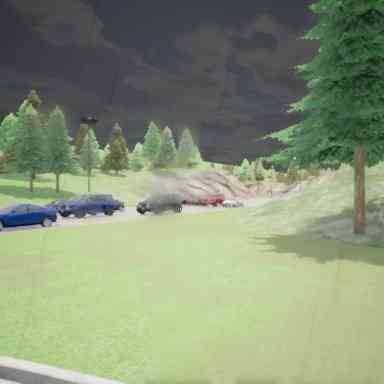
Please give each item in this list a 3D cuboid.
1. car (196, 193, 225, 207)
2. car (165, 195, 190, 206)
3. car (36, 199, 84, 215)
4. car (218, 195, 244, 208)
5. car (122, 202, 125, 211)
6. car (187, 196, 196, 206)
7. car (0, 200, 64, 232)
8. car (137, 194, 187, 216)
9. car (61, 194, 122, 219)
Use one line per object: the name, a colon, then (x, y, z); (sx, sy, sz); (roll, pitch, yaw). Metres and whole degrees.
car: (3.370, 1.226, 50.820); (2.150, 2.045, 5.566); (0, 0, 31)
car: (-2.352, 1.349, 54.885); (2.097, 1.767, 4.553); (0, 0, 31)
car: (-13.939, 1.524, 35.428); (1.812, 1.442, 4.674); (0, 0, 30)
car: (6.018, 1.525, 48.441); (1.812, 1.442, 4.674); (0, 0, 31)
car: (-9.380, 1.503, 36.290); (1.837, 1.490, 4.892); (0, 0, 31)
car: (0.985, 1.363, 53.637); (2.097, 1.767, 4.553); (0, 0, 31)
car: (-10.706, 1.477, 20.294); (1.882, 1.535, 5.008); (0, 0, 31)
car: (-3.114, 1.221, 33.136); (2.150, 2.045, 5.566); (0, 0, 31)
car: (-9.233, 1.220, 29.665); (2.150, 2.045, 5.566); (0, 0, 31)
